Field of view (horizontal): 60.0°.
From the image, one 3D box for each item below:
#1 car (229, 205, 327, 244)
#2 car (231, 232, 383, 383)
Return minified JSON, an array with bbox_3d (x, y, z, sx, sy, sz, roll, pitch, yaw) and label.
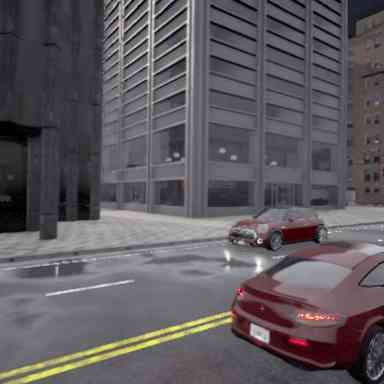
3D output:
[{"bbox_3d":[3.750,1.403,14.334,4.553,1.767,2.097,0,0,-35],"label":"car"},{"bbox_3d":[2.693,1.549,5.356,4.674,1.442,1.812,0,0,-35],"label":"car"}]
